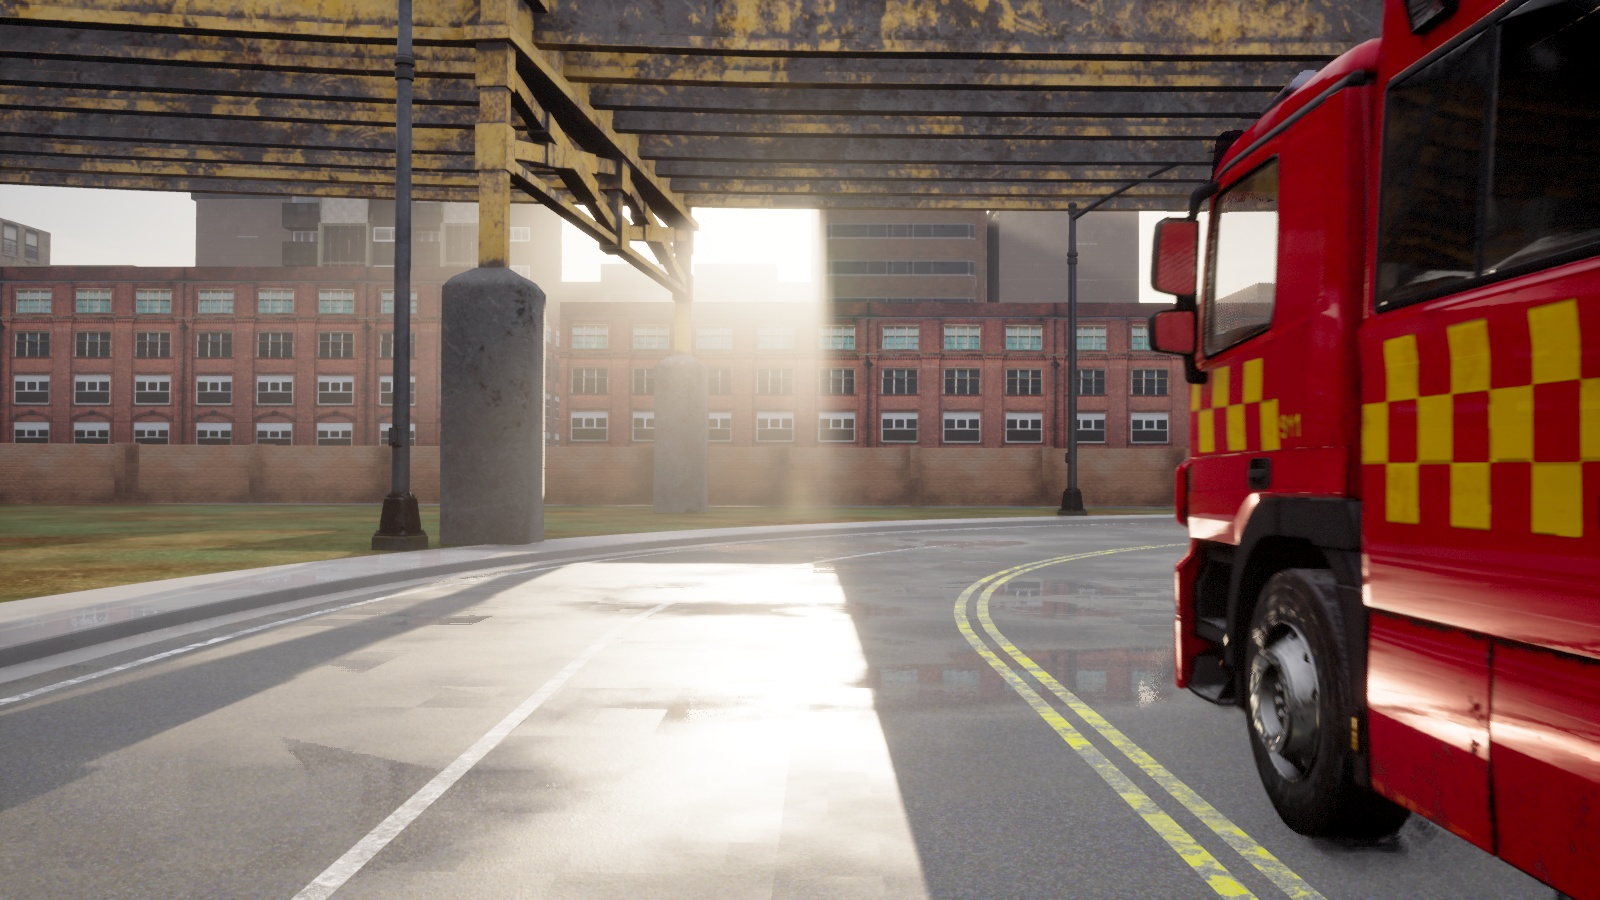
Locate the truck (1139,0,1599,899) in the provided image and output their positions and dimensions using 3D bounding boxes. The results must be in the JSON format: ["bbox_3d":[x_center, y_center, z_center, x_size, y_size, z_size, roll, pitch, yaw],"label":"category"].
[{"bbox_3d":[3.488,-0.310,3.246,2.891,3.827,8.468,0,-1,0],"label":"truck"}]
